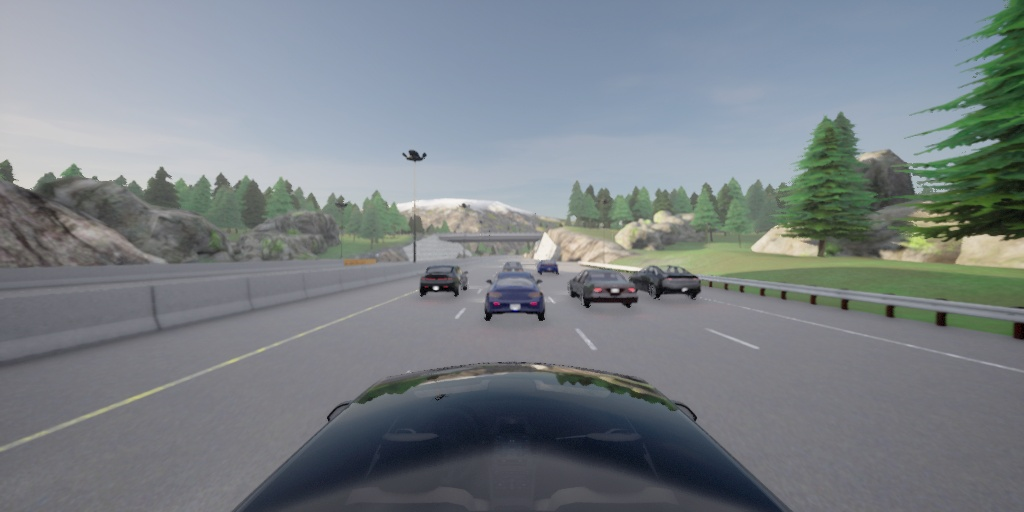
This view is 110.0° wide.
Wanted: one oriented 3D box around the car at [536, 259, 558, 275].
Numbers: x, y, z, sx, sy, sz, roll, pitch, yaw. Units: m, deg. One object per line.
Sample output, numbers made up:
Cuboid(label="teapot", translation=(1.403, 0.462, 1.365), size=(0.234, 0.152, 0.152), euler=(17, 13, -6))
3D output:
Cuboid(label="car", translation=(3.582, 1.081, 36.757), size=(1.882, 1.535, 5.008), euler=(0, 0, 0))

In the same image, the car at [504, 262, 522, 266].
Cuboid(label="car", translation=(0.085, 1.175, 30.855), size=(2.033, 1.411, 5.357), euler=(0, 0, 0))

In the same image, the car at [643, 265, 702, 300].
Cuboid(label="car", translation=(7.092, 1.177, 17.162), size=(2.128, 1.511, 4.902), euler=(0, 0, 0))

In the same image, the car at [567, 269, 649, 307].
Cuboid(label="car", translation=(3.593, 1.242, 15.014), size=(2.033, 1.411, 5.357), euler=(0, 0, 0))

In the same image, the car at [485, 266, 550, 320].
Cuboid(label="car", translation=(0.081, 1.231, 12.278), size=(1.812, 1.442, 4.674), euler=(0, 0, 0))

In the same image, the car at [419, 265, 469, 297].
Cuboid(label="car", translation=(-3.409, 1.184, 18.481), size=(1.837, 1.490, 4.892), euler=(0, 0, 0))
